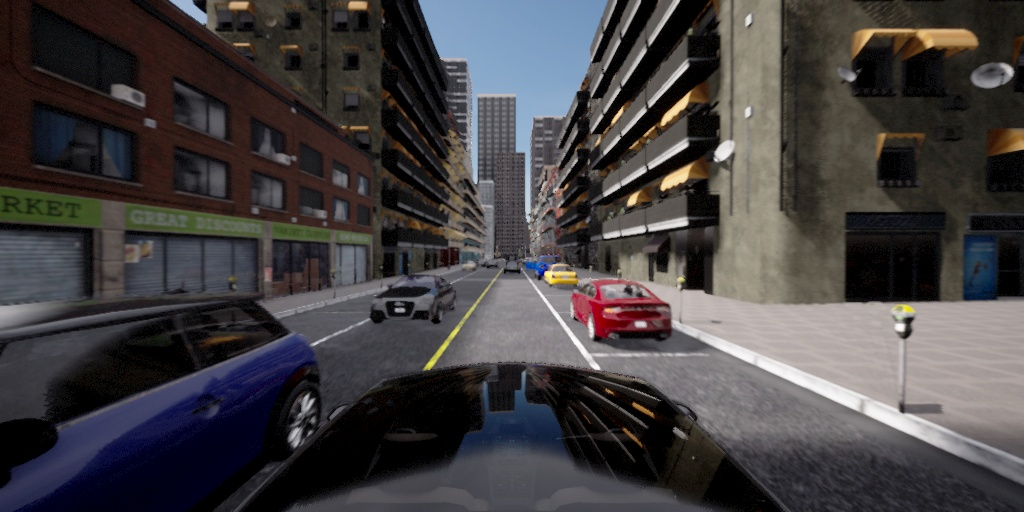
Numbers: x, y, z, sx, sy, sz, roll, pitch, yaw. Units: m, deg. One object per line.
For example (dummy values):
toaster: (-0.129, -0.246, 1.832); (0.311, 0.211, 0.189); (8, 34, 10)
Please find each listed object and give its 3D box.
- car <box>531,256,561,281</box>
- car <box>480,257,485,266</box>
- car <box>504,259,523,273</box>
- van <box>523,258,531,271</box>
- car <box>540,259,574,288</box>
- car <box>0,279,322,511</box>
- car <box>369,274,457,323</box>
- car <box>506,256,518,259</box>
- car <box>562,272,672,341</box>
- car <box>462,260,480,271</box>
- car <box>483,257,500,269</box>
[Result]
car: (3.111, 0.986, 30.738); (2.150, 2.045, 5.566); (0, 0, 0)
car: (-5.683, 1.344, 64.957); (1.948, 1.339, 4.313); (0, 0, 0)
car: (0.036, 1.331, 42.784); (1.994, 1.385, 4.181); (0, 0, 1)
van: (2.696, 1.108, 48.374); (1.690, 1.789, 3.998); (0, 0, 0)
car: (3.153, 1.212, 23.897); (1.801, 1.575, 5.366); (0, 0, 0)
car: (-3.097, 1.102, 1.952); (2.097, 1.767, 4.553); (0, 0, 0)
car: (-3.077, 1.316, 11.961); (1.994, 1.385, 4.181); (0, 0, 1)
car: (0.048, 0.998, 57.884); (2.150, 2.045, 5.566); (0, -1, 1)
car: (2.690, 1.297, 9.710); (1.888, 1.381, 4.507); (0, 0, 0)
car: (-5.686, 1.292, 48.218); (1.751, 1.417, 4.829); (0, 0, 0)
car: (-3.040, 1.277, 56.529); (1.837, 1.490, 4.892); (0, 0, 1)
